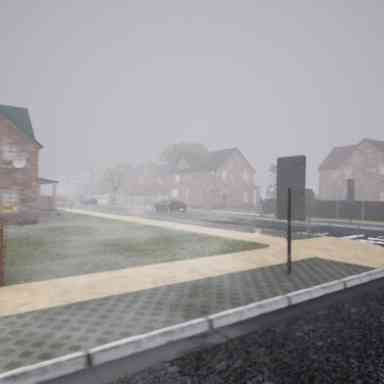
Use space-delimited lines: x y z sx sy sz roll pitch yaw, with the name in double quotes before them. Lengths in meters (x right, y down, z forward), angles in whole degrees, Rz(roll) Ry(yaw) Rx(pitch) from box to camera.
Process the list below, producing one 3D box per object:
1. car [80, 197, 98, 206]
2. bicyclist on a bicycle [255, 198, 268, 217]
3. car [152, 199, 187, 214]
"car" -17.354 1.535 55.917 2.128 1.511 4.902 1 -1 -36
"bicyclist on a bicycle" 5.976 1.319 28.650 1.656 1.620 0.582 0 0 -36
"car" -2.451 1.491 35.326 1.837 1.490 4.892 1 0 -36
